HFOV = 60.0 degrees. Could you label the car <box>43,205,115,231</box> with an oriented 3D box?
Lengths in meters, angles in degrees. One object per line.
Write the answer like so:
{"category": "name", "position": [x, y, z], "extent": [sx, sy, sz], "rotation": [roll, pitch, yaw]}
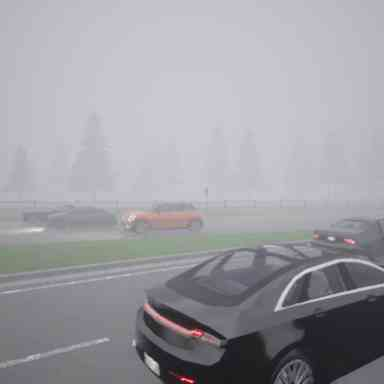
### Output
{"category": "car", "position": [-6.697, 1.547, 20.504], "extent": [4.181, 1.385, 1.994], "rotation": [0, 0, -21]}

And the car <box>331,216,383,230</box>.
{"category": "car", "position": [6.675, 1.579, 12.151], "extent": [5.357, 1.411, 2.033], "rotation": [0, 0, -32]}

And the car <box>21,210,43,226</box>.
{"category": "car", "position": [-9.296, 1.575, 23.264], "extent": [4.718, 1.301, 1.895], "rotation": [0, 0, -19]}

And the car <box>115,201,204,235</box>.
{"category": "car", "position": [-1.688, 1.354, 18.667], "extent": [4.553, 1.767, 2.097], "rotation": [0, 0, -22]}

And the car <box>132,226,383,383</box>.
{"category": "car", "position": [1.611, 1.499, 4.660], "extent": [4.902, 1.511, 2.128], "rotation": [0, 0, -34]}
